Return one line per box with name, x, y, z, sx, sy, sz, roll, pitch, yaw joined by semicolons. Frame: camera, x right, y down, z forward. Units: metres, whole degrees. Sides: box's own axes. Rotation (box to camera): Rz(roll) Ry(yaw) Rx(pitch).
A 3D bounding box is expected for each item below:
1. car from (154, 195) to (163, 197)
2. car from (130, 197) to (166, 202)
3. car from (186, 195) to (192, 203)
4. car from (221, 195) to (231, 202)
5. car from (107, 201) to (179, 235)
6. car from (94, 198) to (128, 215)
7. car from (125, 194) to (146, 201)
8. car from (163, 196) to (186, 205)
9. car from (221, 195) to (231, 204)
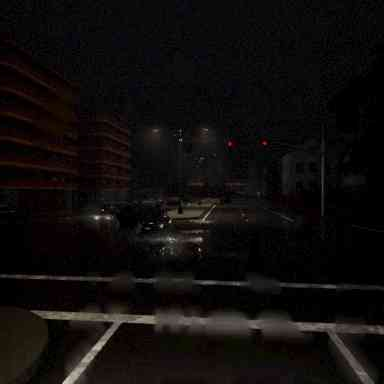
car;-5.817;1.354;57.664;2.097;1.767;4.553;0;0;6
car;-4.582;1.547;35.568;2.033;1.411;5.357;0;0;7
car;-1.132;1.462;68.232;1.882;1.535;5.008;0;1;6
car;7.679;1.523;75.645;2.128;1.511;4.902;0;0;6
car;-2.935;1.505;19.144;1.837;1.490;4.892;-3;2;-34
car;-8.294;1.564;33.725;1.994;1.385;4.181;0;0;6
car;-7.311;1.222;43.264;2.150;2.045;5.566;0;0;6
car;-2.776;1.547;53.108;2.033;1.411;5.357;0;0;6
car;6.743;1.505;65.602;1.837;1.490;4.892;0;0;6
